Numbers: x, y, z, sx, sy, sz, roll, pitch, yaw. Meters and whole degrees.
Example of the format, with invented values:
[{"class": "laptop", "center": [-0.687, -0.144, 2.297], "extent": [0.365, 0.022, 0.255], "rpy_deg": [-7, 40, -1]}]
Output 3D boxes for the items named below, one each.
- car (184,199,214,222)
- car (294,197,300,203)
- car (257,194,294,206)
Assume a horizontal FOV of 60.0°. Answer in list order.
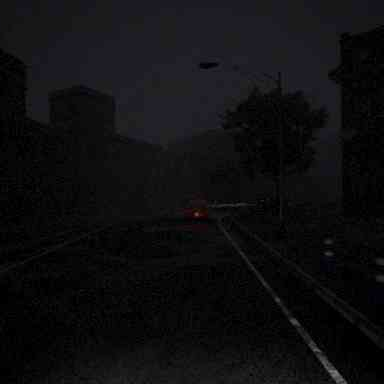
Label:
[{"class": "car", "center": [0.534, 1.276, 24.272], "extent": [1.882, 1.535, 5.008], "rpy_deg": [0, 1, 5]}, {"class": "car", "center": [12.346, 0.950, 45.729], "extent": [4.718, 1.301, 1.895], "rpy_deg": [-2, -1, -19]}, {"class": "car", "center": [9.899, 0.946, 40.270], "extent": [4.181, 1.385, 1.994], "rpy_deg": [-2, -1, -36]}]
